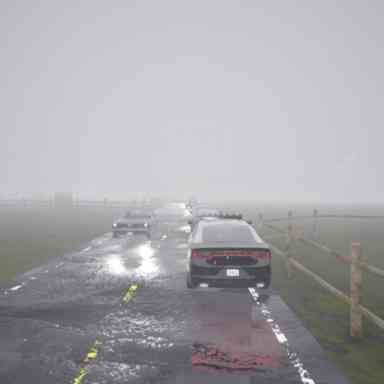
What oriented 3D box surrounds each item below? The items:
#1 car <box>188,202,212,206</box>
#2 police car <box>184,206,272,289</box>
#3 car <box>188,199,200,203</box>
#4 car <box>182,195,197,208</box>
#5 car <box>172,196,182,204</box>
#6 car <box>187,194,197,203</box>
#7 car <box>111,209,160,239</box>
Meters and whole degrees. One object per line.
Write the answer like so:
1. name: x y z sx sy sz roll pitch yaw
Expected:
1. car: 0.829 1.523 19.209 1.812 1.442 4.674 0 0 0
2. police car: 0.826 1.424 9.319 1.930 1.638 5.238 0 0 0
3. car: 0.830 1.523 25.209 1.812 1.442 4.674 0 0 0
4. car: 0.039 1.540 45.761 2.033 1.411 5.357 0 0 1
5. car: -2.733 1.549 64.741 1.994 1.385 4.181 0 0 0
6. car: 0.018 1.336 66.929 2.097 1.767 4.553 0 0 0
7. car: -2.846 1.600 17.511 1.895 1.301 4.718 0 0 0
